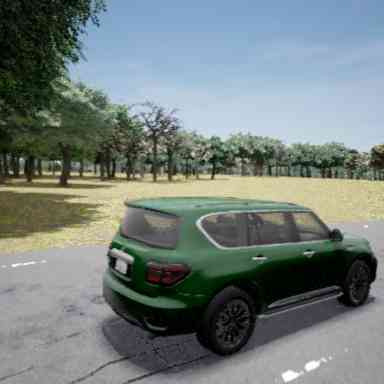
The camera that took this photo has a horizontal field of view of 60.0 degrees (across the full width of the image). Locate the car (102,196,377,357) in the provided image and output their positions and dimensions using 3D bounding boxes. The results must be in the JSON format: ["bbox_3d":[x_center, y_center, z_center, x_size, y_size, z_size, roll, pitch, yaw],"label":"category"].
[{"bbox_3d":[1.185,1.137,6.160,5.566,2.045,2.150,0,3,-36],"label":"car"}]
